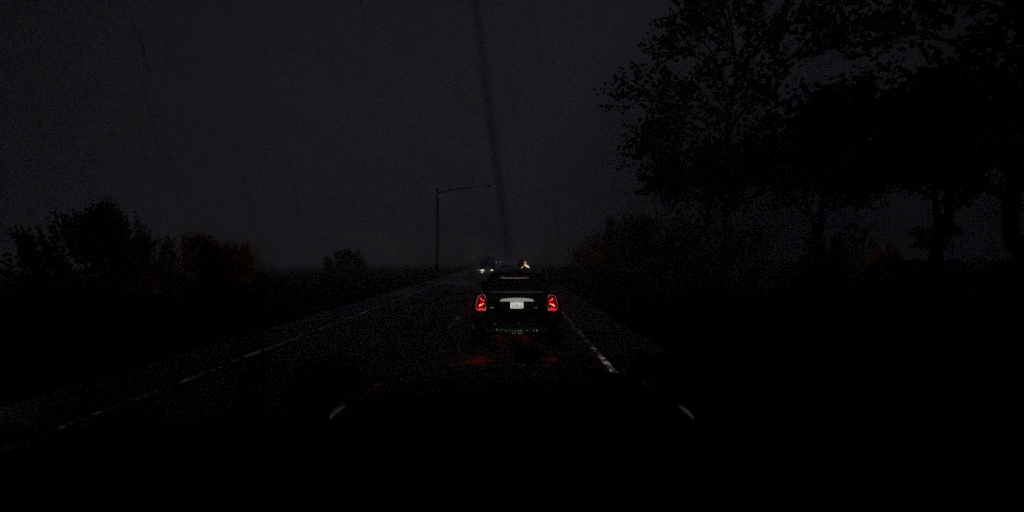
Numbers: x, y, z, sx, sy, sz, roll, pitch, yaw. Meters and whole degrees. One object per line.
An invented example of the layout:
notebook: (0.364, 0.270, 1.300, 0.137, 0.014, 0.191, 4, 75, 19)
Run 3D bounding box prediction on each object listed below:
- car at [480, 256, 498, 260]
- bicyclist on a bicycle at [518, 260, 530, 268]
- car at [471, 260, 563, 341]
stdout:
car: (-3.761, 0.958, 55.903, 2.150, 2.045, 5.566, 0, 0, 0)
bicyclist on a bicycle: (0.960, 1.177, 25.791, 0.866, 1.612, 1.509, 0, 0, 1)
car: (0.108, 1.099, 9.968, 2.097, 1.767, 4.553, 0, 0, 0)
